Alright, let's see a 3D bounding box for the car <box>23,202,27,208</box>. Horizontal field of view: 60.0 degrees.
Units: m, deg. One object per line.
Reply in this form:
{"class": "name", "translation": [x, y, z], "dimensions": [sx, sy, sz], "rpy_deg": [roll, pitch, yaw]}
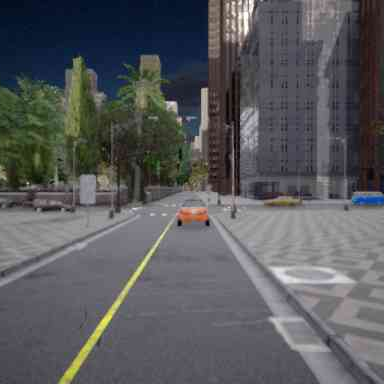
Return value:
{"class": "car", "translation": [-20.407, 1.498, 44.567], "dimensions": [4.206, 1.307, 1.802], "rpy_deg": [0, 1, 0]}

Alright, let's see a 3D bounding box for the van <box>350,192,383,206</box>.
{"class": "van", "translation": [23.347, 0.894, 44.290], "dimensions": [3.998, 1.788, 1.690], "rpy_deg": [-1, 1, 0]}

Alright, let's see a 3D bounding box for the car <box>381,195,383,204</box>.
{"class": "car", "translation": [23.307, 1.204, 35.769], "dimensions": [4.313, 1.339, 1.947], "rpy_deg": [-1, 1, 0]}

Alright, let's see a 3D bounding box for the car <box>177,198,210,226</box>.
{"class": "car", "translation": [0.104, 1.288, 23.259], "dimensions": [2.097, 1.767, 4.553], "rpy_deg": [0, 0, 0]}

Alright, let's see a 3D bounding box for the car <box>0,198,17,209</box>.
{"class": "car", "translation": [-25.932, 1.494, 44.601], "dimensions": [4.403, 1.369, 2.008], "rpy_deg": [0, 1, 0]}

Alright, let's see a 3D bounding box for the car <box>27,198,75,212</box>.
{"class": "car", "translation": [-14.924, 1.520, 36.006], "dimensions": [4.403, 1.369, 2.008], "rpy_deg": [0, 1, 0]}

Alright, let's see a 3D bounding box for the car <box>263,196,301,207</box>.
{"class": "car", "translation": [11.939, 1.201, 44.365], "dimensions": [4.829, 1.417, 1.752], "rpy_deg": [-1, 1, 0]}
